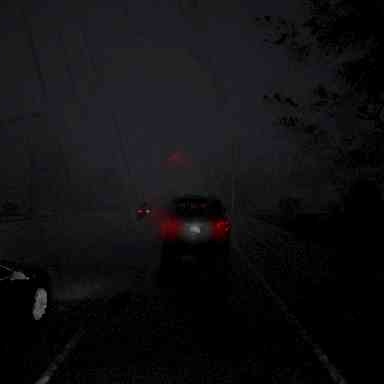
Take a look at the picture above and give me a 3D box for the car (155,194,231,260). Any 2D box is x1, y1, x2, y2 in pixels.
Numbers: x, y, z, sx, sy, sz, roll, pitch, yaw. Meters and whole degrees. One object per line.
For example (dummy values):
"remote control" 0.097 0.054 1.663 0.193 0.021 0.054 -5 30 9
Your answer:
"car" 0.104 1.133 12.131 2.150 2.045 5.566 0 1 0

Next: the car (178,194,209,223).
"car" 0.102 1.182 26.161 2.150 2.045 5.566 0 -1 0

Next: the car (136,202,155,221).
"car" -3.370 1.522 27.020 2.033 1.411 5.357 0 -1 -2

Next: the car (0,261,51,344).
"car" -3.400 1.474 3.983 1.837 1.490 4.892 0 0 0
